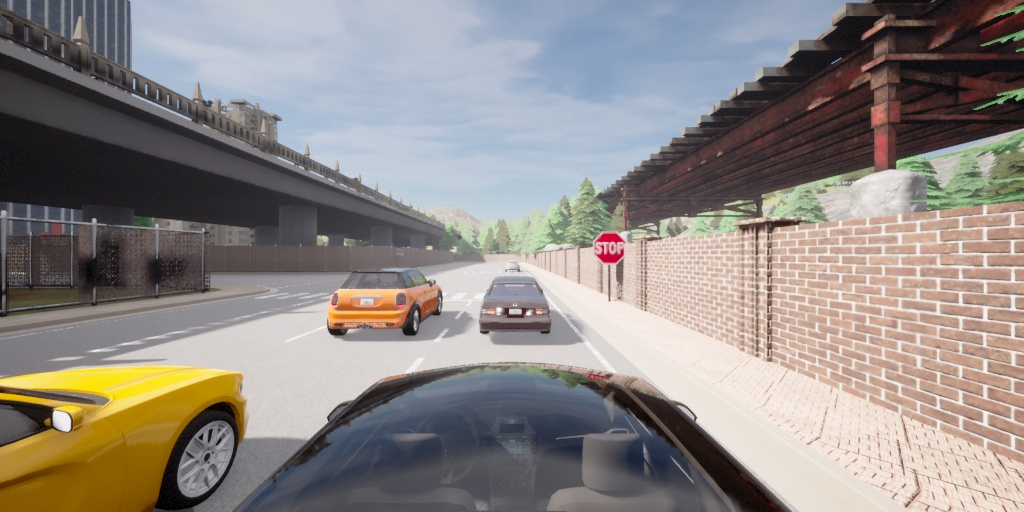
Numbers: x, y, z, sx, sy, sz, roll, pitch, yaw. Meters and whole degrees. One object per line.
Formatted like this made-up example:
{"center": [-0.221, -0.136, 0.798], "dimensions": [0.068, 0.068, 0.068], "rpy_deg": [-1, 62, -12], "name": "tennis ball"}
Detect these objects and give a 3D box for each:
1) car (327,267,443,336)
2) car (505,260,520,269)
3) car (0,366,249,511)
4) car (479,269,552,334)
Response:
{"center": [-3.427, 1.102, 10.576], "dimensions": [2.097, 1.767, 4.553], "rpy_deg": [0, 0, 0], "name": "car"}
{"center": [0.054, 1.276, 46.173], "dimensions": [1.812, 1.442, 4.674], "rpy_deg": [0, 0, -1], "name": "car"}
{"center": [-3.398, 1.228, 1.319], "dimensions": [1.882, 1.535, 5.008], "rpy_deg": [0, 0, 0], "name": "car"}
{"center": [0.074, 1.297, 10.600], "dimensions": [2.033, 1.411, 5.357], "rpy_deg": [0, 0, 0], "name": "car"}
